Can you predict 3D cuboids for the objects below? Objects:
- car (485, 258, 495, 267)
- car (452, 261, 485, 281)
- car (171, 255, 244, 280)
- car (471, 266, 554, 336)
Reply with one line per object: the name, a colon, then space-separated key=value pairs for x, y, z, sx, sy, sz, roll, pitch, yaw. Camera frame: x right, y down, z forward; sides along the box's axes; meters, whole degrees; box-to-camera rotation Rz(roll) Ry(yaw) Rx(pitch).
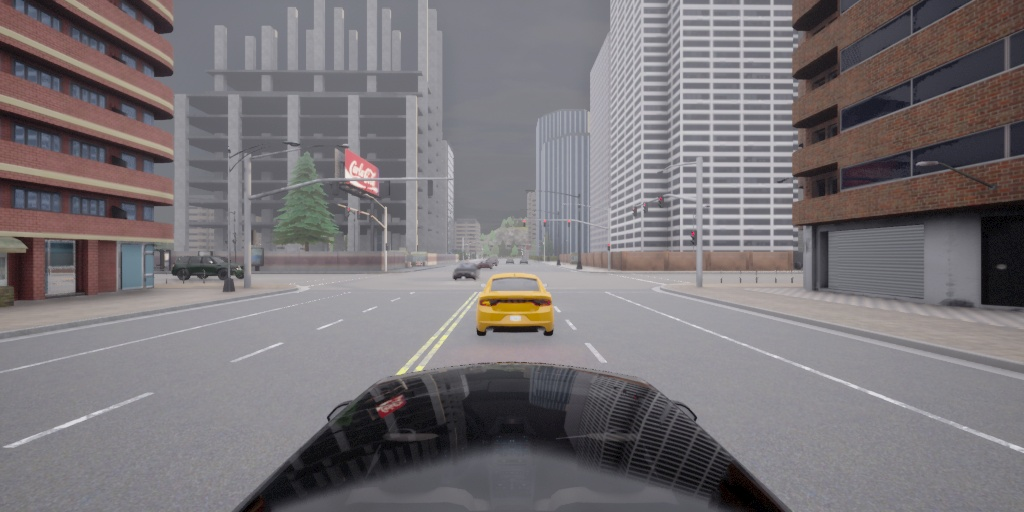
car: x=-3.873 y=1.351 z=52.358 sx=1.895 sy=1.301 sz=4.718 roll=0 pitch=0 yaw=0
car: x=-3.753 y=1.297 z=30.253 sx=2.033 sy=1.411 sz=5.357 roll=0 pitch=0 yaw=0
car: x=-25.310 y=0.972 z=30.256 sx=5.566 sy=2.045 sz=2.150 roll=0 pitch=0 yaw=-1
car: x=0.063 y=1.228 z=10.429 sx=1.882 sy=1.535 sz=5.008 roll=0 pitch=0 yaw=0
